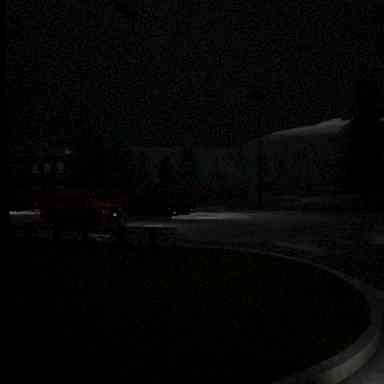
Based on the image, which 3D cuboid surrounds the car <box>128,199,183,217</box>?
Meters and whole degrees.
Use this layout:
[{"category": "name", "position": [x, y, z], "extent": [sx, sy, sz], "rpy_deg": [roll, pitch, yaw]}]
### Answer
[{"category": "car", "position": [-3.478, 1.375, 27.880], "extent": [4.718, 1.301, 1.895], "rpy_deg": [0, 1, 23]}]

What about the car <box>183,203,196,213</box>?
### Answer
[{"category": "car", "position": [-2.059, 1.327, 31.081], "extent": [4.718, 1.301, 1.895], "rpy_deg": [0, 1, 23]}]

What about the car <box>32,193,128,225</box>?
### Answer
[{"category": "car", "position": [-7.393, 1.101, 21.926], "extent": [5.566, 2.045, 2.150], "rpy_deg": [-1, 1, 23]}]

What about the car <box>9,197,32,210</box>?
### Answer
[{"category": "car", "position": [-20.487, 1.358, 39.260], "extent": [4.902, 1.511, 2.128], "rpy_deg": [-1, 1, 18]}]
